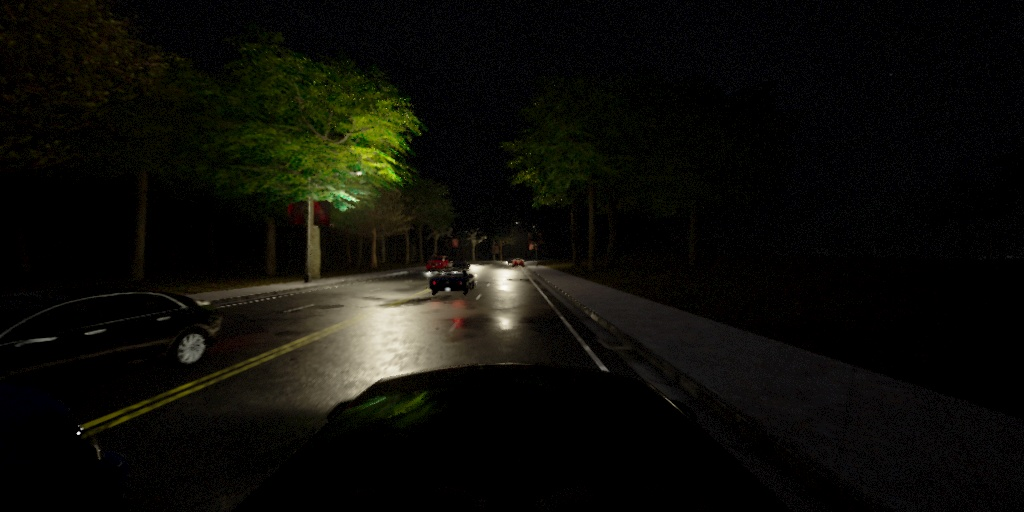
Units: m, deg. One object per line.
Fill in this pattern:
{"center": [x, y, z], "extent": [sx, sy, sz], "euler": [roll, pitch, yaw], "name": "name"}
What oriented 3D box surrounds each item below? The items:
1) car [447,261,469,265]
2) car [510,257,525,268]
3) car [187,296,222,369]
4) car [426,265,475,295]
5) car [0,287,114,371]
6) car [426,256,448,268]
{"center": [-6.594, 1.309, 46.412], "extent": [2.033, 1.411, 5.357], "euler": [0, 0, 0], "name": "car"}
{"center": [1.121, 1.126, 63.314], "extent": [2.097, 1.767, 4.553], "euler": [0, 0, 0], "name": "car"}
{"center": [-6.600, 1.255, 4.995], "extent": [1.837, 1.490, 4.892], "euler": [0, 0, 0], "name": "car"}
{"center": [-3.154, 1.356, 19.830], "extent": [1.895, 1.301, 4.718], "euler": [0, 0, 0], "name": "car"}
{"center": [-9.851, 1.351, 5.667], "extent": [1.895, 1.301, 4.718], "euler": [0, 0, 0], "name": "car"}
{"center": [-9.839, 0.984, 47.740], "extent": [2.150, 2.045, 5.566], "euler": [0, 0, 0], "name": "car"}
